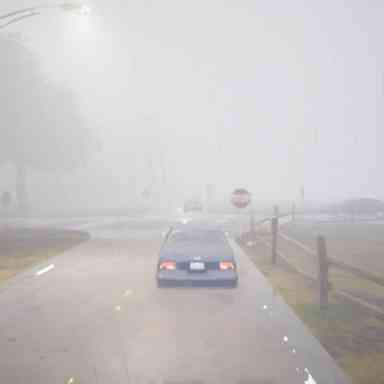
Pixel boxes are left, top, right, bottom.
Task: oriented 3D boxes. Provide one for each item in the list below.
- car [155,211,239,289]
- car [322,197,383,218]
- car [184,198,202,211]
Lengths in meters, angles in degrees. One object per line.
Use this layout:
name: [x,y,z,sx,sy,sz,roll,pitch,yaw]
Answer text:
car: [0.096,1.492,9.077,2.033,1.411,5.357,0,0,0]
car: [12.666,1.180,25.774,4.892,1.490,1.837,-1,1,0]
car: [0.097,1.365,36.241,1.994,1.385,4.181,0,0,0]
